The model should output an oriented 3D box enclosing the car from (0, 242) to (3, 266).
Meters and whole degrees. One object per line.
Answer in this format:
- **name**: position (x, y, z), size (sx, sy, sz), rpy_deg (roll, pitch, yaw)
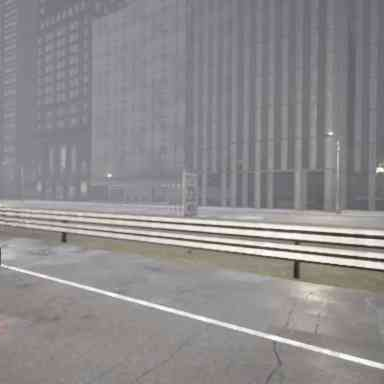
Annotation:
- **car**: position (-7.015, 1.476, 8.822), size (4.902, 1.511, 2.128), rpy_deg (0, 0, 32)
